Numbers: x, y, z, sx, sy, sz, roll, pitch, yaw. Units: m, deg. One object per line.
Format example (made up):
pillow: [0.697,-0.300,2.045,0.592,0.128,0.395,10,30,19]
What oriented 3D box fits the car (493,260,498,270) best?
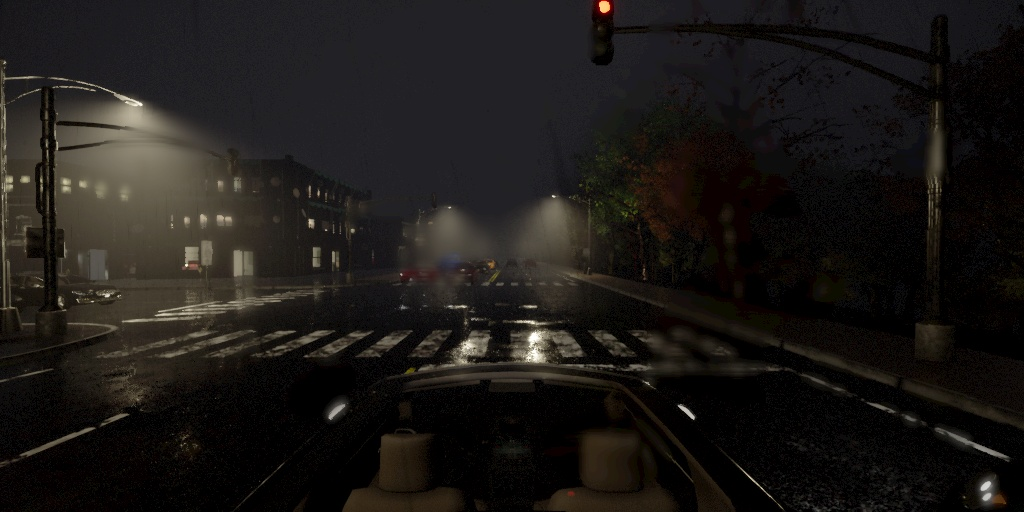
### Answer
car: [-3.441,1.209,52.177,1.882,1.535,5.008,0,0,0]

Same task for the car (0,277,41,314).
car: [-19.970,1.565,12.517,4.313,1.339,1.948,0,0,0]

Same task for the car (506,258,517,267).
car: [-0.032,1.204,63.561,1.882,1.535,5.008,0,0,0]

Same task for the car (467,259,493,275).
car: [-3.419,1.241,38.642,1.837,1.490,4.892,0,0,0]

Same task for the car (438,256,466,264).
car: [-6.670,0.961,39.032,2.150,2.045,5.566,0,0,0]

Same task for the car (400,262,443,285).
car: [-6.664,1.344,26.262,1.895,1.301,4.718,0,0,0]

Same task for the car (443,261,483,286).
car: [-3.398,1.268,25.630,1.812,1.442,4.674,0,0,0]

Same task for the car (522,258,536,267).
car: [3.220,1.204,63.208,1.882,1.535,5.008,0,0,0]

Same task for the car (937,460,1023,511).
car: [3.355,1.314,0.201,1.994,1.385,4.181,0,0,0]

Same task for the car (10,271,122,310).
car: [-19.619,1.472,15.223,4.892,1.490,1.837,-1,1,0]
